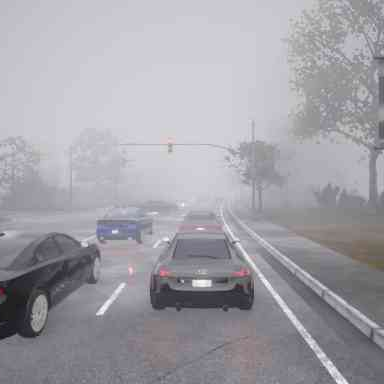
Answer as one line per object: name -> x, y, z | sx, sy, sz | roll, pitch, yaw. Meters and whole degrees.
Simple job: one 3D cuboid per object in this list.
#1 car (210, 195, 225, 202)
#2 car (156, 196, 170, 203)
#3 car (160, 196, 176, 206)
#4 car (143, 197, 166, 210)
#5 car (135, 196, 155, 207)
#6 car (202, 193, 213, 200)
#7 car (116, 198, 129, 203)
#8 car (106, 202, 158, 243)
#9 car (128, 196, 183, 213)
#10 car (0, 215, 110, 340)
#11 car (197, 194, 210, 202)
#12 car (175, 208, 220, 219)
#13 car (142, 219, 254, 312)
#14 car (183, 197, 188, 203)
car -> 5.813, 1.472, 74.296 | 1.882, 1.535, 5.008 | 0, 0, 9
car -> -5.784, 1.563, 67.663 | 1.994, 1.385, 4.181 | 0, 0, 7
car -> -3.909, 1.505, 54.826 | 1.837, 1.490, 4.892 | 0, 0, 7
car -> -4.960, 1.491, 44.558 | 2.128, 1.511, 4.902 | 0, 0, 5
car -> -7.547, 1.492, 53.787 | 2.128, 1.511, 4.902 | 0, 0, 6
car -> 3.958, 1.205, 84.577 | 2.097, 1.767, 4.553 | 0, 0, 10
car -> -8.572, 1.491, 43.477 | 2.128, 1.511, 4.902 | 0, 0, 5
car -> -3.068, 1.478, 16.054 | 1.882, 1.535, 5.008 | 0, 0, 2
car -> -3.815, 1.507, 35.231 | 4.892, 1.490, 1.837 | 0, 3, -31
car -> -3.303, 1.478, 6.655 | 1.882, 1.535, 5.008 | 0, 0, 1
car -> 2.283, 1.471, 74.376 | 1.882, 1.535, 5.008 | 0, 0, 9
car -> 0.440, 1.564, 16.218 | 1.994, 1.385, 4.181 | 0, 0, 2
car -> 0.216, 1.564, 7.818 | 1.994, 1.385, 4.181 | 0, 0, 1
car -> -2.162, 1.601, 68.258 | 1.895, 1.301, 4.718 | 0, 0, 8
